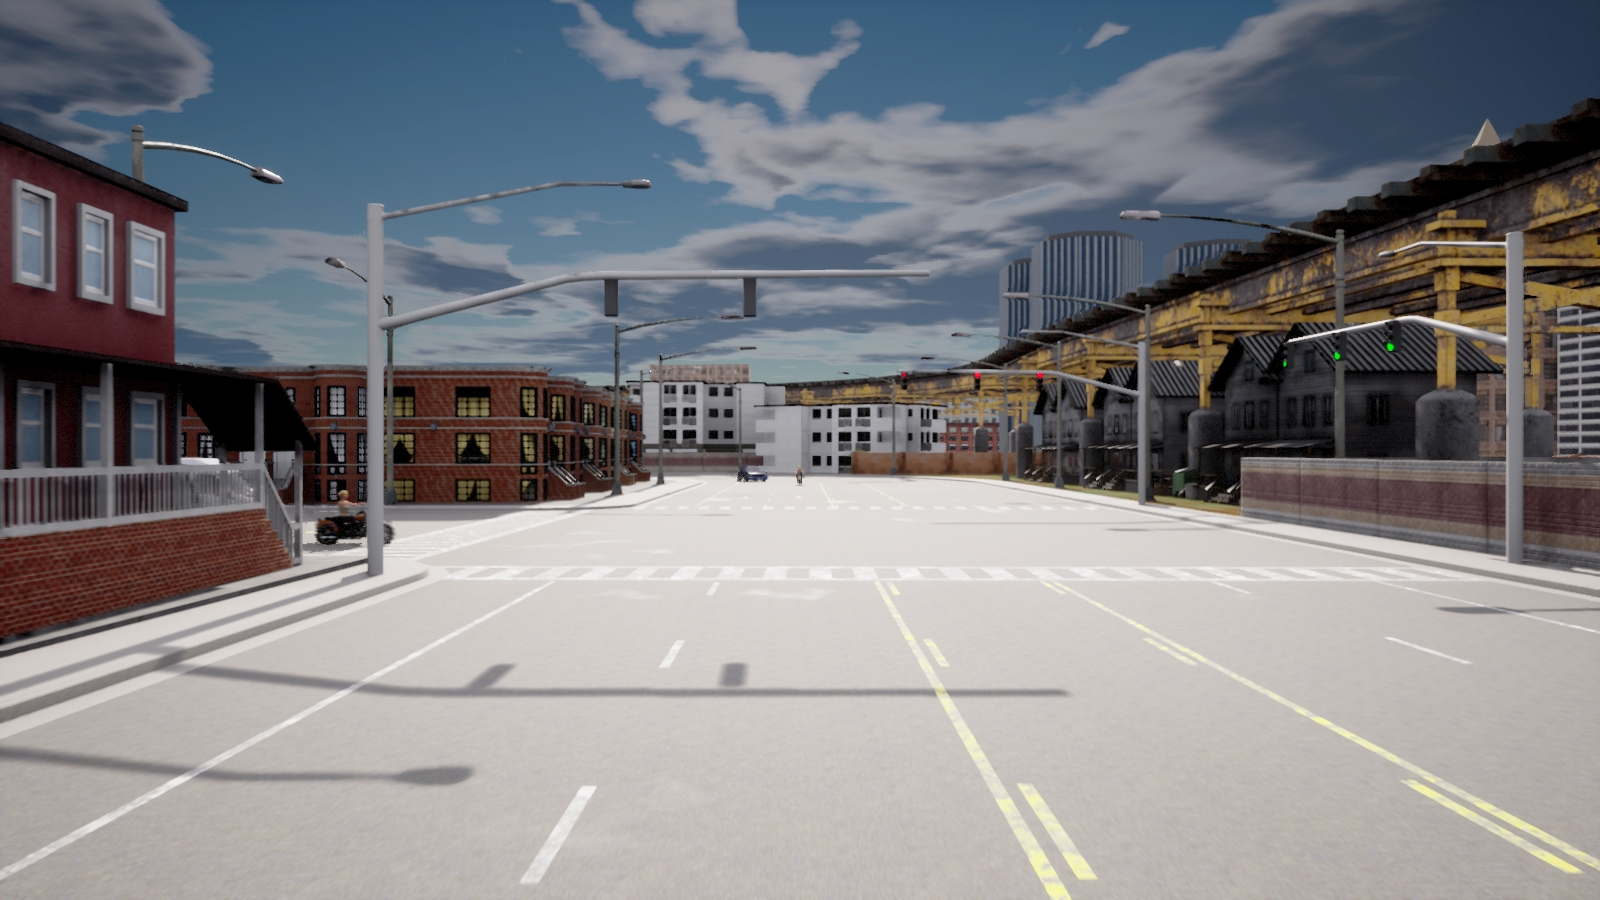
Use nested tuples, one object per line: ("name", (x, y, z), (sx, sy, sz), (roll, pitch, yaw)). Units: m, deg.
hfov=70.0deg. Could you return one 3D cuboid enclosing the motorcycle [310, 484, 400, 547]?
("motorcycle", (-13.086, 1.910, 33.619), (2.356, 1.802, 0.764), (0, 0, 2))
